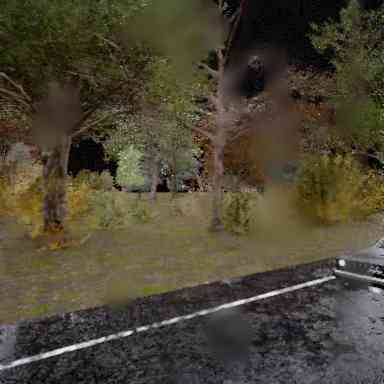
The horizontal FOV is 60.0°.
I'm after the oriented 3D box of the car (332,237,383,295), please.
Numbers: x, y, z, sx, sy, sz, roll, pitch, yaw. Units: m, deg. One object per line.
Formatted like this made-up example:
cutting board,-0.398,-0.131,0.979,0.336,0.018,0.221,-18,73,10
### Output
car,5.323,1.561,7.664,4.718,1.301,1.895,0,0,-35
